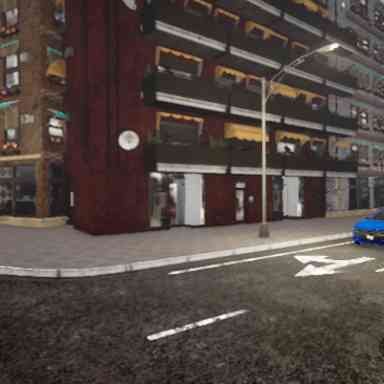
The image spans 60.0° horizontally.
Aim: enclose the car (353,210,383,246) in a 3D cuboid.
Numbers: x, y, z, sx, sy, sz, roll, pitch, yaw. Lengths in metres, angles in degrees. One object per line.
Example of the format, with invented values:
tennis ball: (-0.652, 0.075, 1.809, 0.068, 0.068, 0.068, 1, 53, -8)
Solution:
car: (8.818, 1.465, 14.236, 5.008, 1.535, 1.882, 0, 0, -37)
